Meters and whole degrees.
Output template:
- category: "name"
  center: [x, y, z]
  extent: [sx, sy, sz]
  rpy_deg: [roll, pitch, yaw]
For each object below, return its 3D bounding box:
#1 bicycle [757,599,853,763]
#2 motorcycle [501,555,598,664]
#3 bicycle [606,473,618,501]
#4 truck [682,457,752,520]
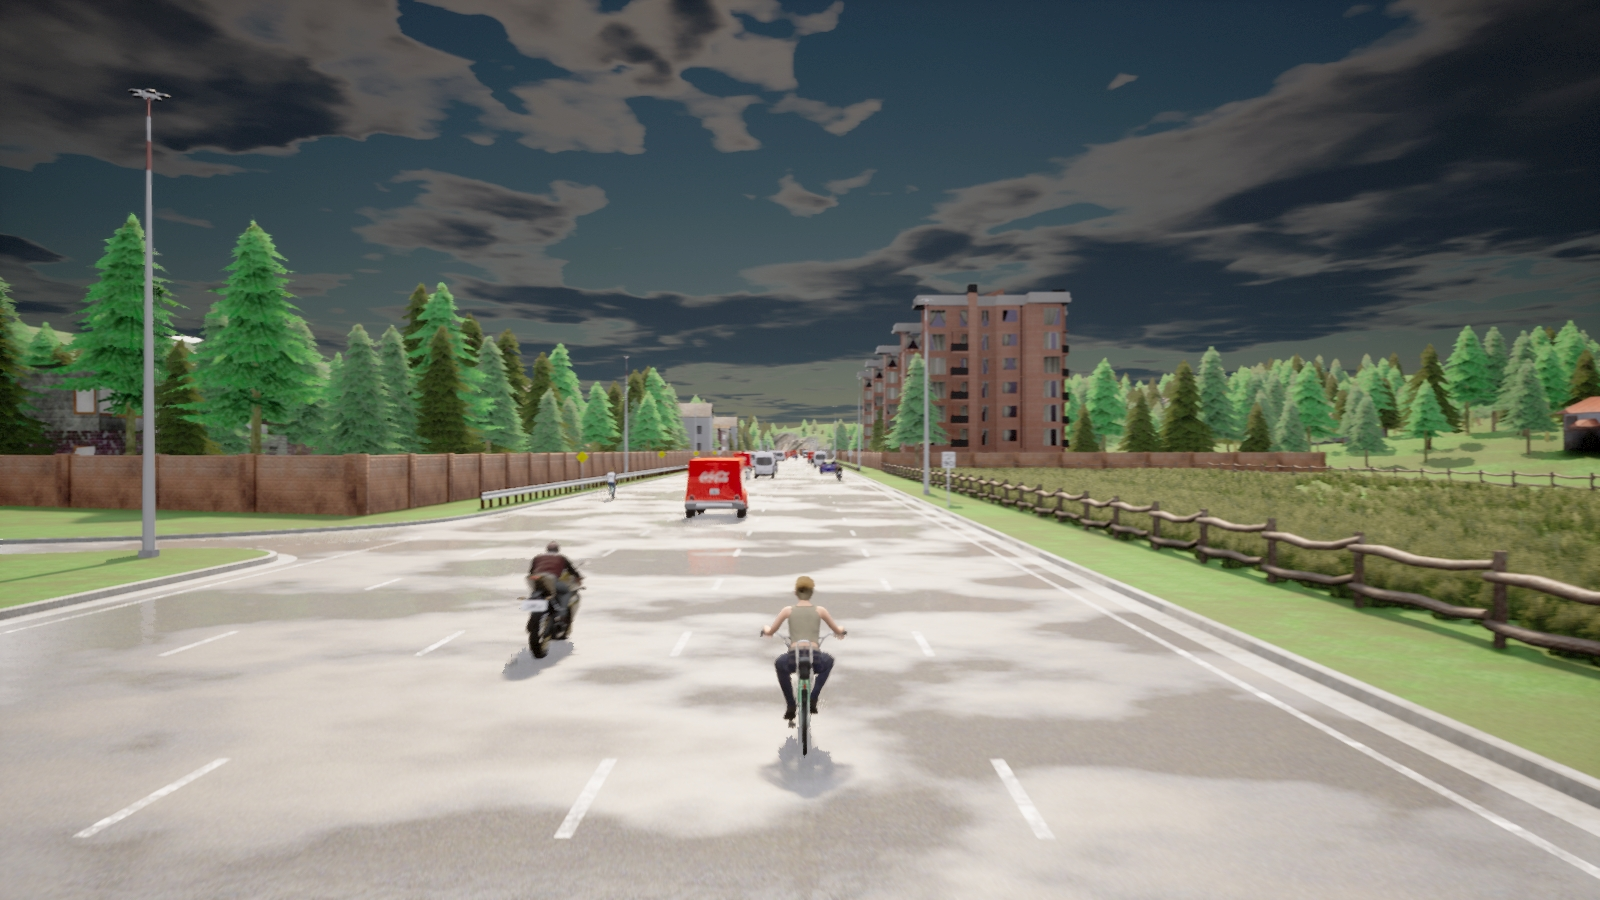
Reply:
- category: "bicycle"
  center: [0.039, 2.157, 10.937]
  extent: [0.859, 1.276, 1.487]
  rpy_deg: [0, 0, 0]
- category: "motorcycle"
  center: [-3.507, 2.206, 16.186]
  extent: [0.867, 1.251, 2.209]
  rpy_deg: [0, 0, 0]
- category: "bicycle"
  center: [-10.412, 2.059, 63.307]
  extent: [0.373, 1.496, 1.643]
  rpy_deg: [0, 0, 1]
- category: "truck"
  center: [-3.462, 1.570, 48.745]
  extent: [2.627, 2.467, 5.204]
  rpy_deg: [0, 0, 0]
